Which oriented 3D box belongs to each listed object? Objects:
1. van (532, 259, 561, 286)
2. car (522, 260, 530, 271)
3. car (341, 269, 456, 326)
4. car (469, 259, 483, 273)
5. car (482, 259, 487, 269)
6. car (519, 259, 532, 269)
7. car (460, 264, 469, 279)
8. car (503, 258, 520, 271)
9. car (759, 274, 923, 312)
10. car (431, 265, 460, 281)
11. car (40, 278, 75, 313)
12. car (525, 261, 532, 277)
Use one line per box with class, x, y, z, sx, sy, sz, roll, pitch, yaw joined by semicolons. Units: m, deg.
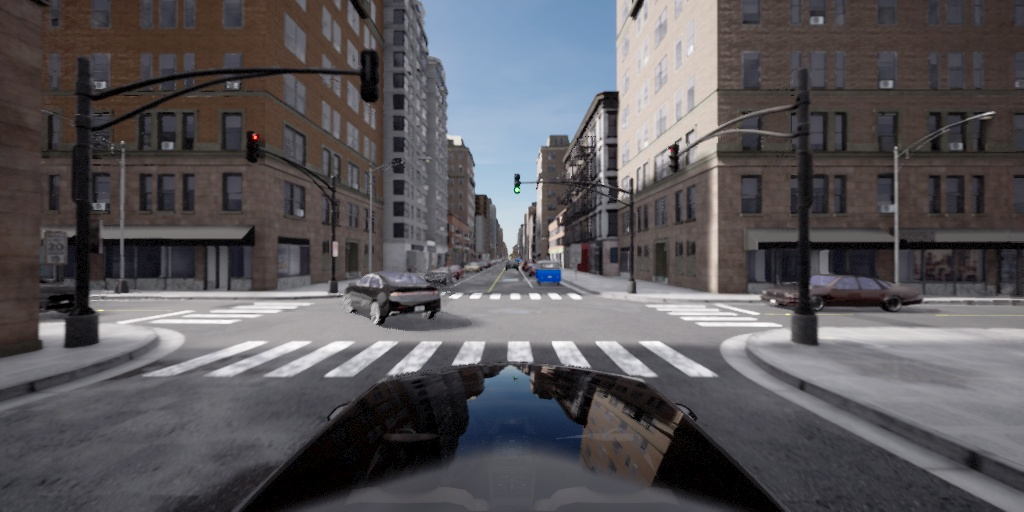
van;2.642;1.231;26.752;1.690;1.789;3.998;0;0;0
car;2.647;1.597;49.477;1.802;1.307;4.207;0;0;0
car;-4.185;1.284;12.074;2.128;1.511;4.902;1;-1;-40
car;-5.378;1.541;49.302;1.751;1.417;4.829;0;0;0
car;-5.377;1.609;55.155;1.948;1.339;4.313;0;0;0
car;2.648;1.358;55.159;2.192;1.841;5.009;0;0;0
car;-5.382;1.468;32.426;1.888;1.381;4.507;0;0;0
car;0.010;1.402;56.440;2.097;1.767;4.553;0;0;0
car;13.269;1.458;14.595;5.357;1.411;2.033;0;0;0
car;-5.383;1.442;26.745;2.007;1.370;4.403;0;0;0
car;-16.844;1.218;11.612;4.892;1.490;1.837;0;0;1
car;2.645;1.536;38.114;1.802;1.307;4.207;0;0;0
